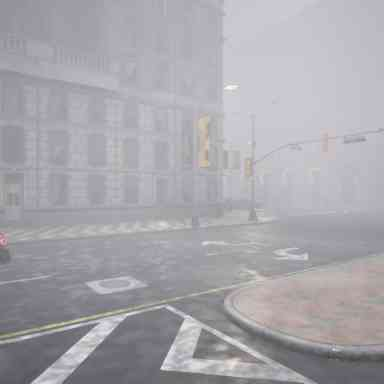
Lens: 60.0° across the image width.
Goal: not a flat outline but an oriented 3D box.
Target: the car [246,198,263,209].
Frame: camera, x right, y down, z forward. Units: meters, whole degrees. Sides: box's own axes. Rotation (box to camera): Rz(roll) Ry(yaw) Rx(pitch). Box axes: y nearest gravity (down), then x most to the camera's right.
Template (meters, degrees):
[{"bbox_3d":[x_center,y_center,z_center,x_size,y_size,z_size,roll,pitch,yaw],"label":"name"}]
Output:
[{"bbox_3d":[7.371,1.547,46.347,2.033,1.411,5.357,0,0,-36],"label":"car"}]

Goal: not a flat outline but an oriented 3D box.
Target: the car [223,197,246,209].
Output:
[{"bbox_3d":[4.497,1.505,44.358,1.837,1.490,4.892,0,0,-36],"label":"car"}]

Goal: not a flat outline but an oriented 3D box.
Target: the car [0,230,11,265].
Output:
[{"bbox_3d":[-7.329,1.352,8.599,4.553,1.767,2.097,0,0,-35],"label":"car"}]
